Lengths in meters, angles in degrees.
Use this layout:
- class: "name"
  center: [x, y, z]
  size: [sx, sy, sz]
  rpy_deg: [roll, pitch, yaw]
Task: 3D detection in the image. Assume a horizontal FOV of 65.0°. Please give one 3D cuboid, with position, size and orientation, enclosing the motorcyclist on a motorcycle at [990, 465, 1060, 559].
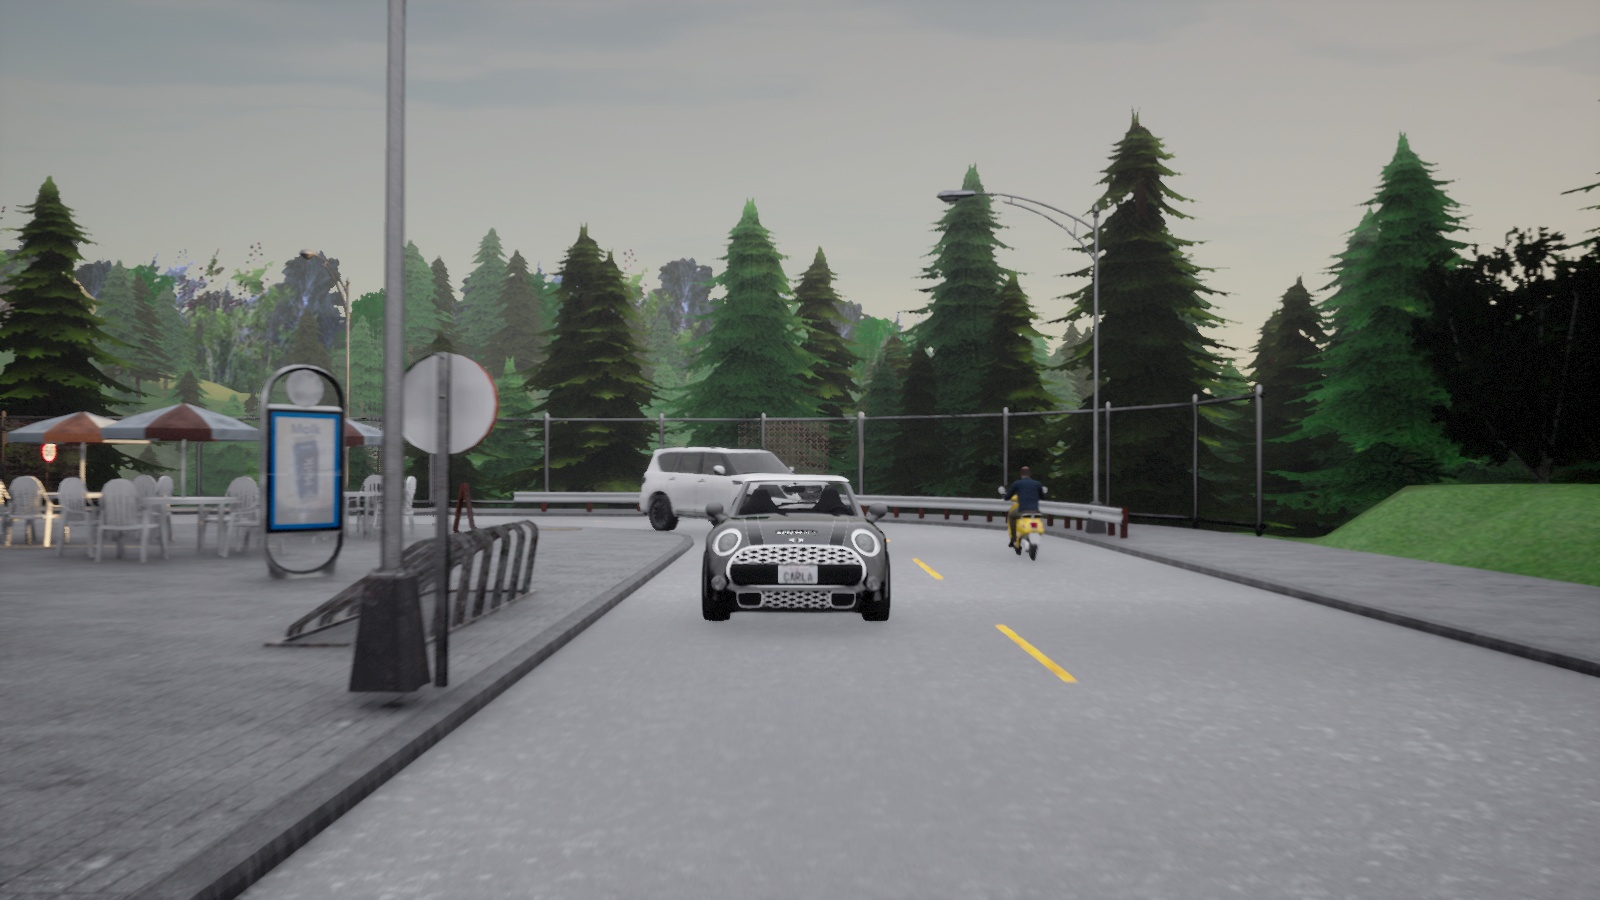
- class: "motorcyclist on a motorcycle"
  center: [3.927, 1.058, 22.087]
  size: [0.866, 1.590, 1.817]
  rpy_deg: [0, -1, -1]

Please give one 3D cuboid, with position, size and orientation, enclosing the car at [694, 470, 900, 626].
- class: "car"
  center: [-0.033, 0.972, 13.968]
  size: [1.970, 1.475, 3.806]
  rpy_deg: [0, -1, 0]

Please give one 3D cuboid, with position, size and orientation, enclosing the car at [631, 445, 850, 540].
- class: "car"
  center: [-1.525, 0.954, 29.762]
  size: [2.150, 2.045, 5.566]
  rpy_deg: [1, -1, -41]
